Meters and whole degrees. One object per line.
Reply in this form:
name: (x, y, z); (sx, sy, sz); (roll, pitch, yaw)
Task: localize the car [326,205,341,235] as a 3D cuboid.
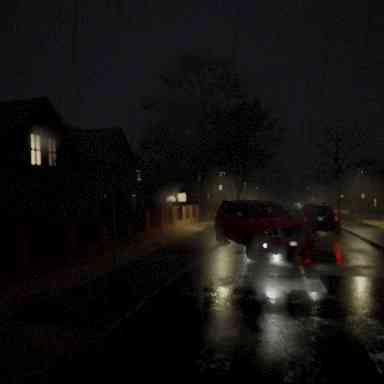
car: (7.376, 1.504, 19.851); (2.097, 1.767, 4.553); (-1, -1, 13)

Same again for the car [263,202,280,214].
car: (9.936, 1.980, 41.196); (1.895, 1.301, 4.718); (-1, -1, 15)

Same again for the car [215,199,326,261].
car: (2.672, 1.350, 13.622); (2.150, 2.045, 5.566); (1, 0, -15)

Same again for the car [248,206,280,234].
car: (4.792, 1.747, 21.616); (1.812, 1.442, 4.674); (-1, -1, 15)

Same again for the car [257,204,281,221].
car: (7.305, 1.863, 31.259); (1.994, 1.385, 4.181); (-1, -1, 15)
